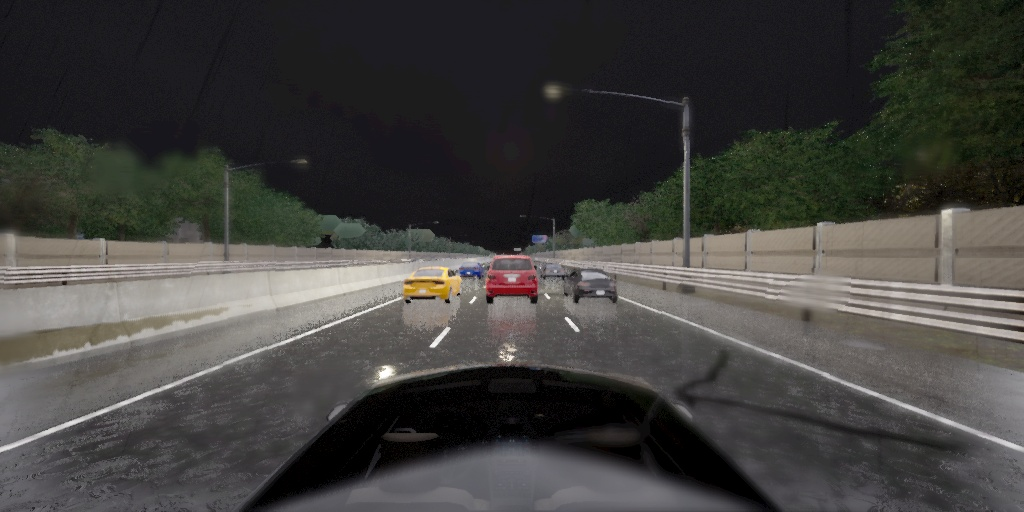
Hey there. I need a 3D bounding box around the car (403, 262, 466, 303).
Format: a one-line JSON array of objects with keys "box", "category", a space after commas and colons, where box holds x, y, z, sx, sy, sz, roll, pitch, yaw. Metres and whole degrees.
[{"box": [-3.499, 1.231, 16.501, 1.882, 1.535, 5.008, 0, 0, 0], "category": "car"}]

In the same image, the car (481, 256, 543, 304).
[{"box": [0.000, 1.004, 16.531, 2.150, 2.045, 5.566, 0, 0, 0], "category": "car"}]

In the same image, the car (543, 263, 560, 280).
[{"box": [3.500, 1.306, 31.501, 2.033, 1.411, 5.357, 0, 0, 0], "category": "car"}]

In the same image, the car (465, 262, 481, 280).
[{"box": [-3.500, 1.228, 31.501, 1.882, 1.535, 5.008, 0, 0, 0], "category": "car"}]

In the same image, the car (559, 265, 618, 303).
[{"box": [3.500, 1.280, 16.501, 1.812, 1.442, 4.674, 0, 0, 0], "category": "car"}]
